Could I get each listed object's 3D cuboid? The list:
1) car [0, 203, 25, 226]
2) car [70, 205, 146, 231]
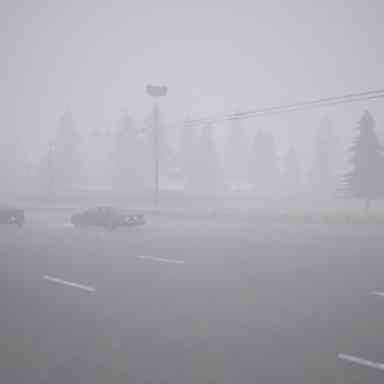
[{"bbox_3d":[-12.995,1.471,21.868,5.008,1.535,1.882,0,0,36],"label":"car"},{"bbox_3d":[-5.305,1.543,20.679,5.357,1.411,2.033,0,0,36],"label":"car"}]
